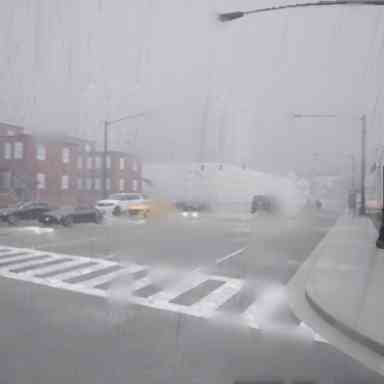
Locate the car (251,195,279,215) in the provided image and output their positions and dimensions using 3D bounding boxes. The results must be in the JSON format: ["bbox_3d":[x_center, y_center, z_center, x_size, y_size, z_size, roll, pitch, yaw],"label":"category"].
[{"bbox_3d":[8.303,1.398,37.517,2.150,2.045,5.566,1,0,26],"label":"car"}]

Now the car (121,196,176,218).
[{"bbox_3d":[-3.741,1.424,29.410,1.882,1.535,5.008,1,0,26],"label":"car"}]

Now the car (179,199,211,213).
[{"bbox_3d":[0.658,1.597,38.258,1.994,1.385,4.181,1,0,26],"label":"car"}]

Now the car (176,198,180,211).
[{"bbox_3d":[-2.131,1.507,40.495,1.812,1.442,4.674,1,0,27],"label":"car"}]

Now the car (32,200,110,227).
[{"bbox_3d":[-7.680,1.433,21.460,1.994,1.385,4.181,1,0,26],"label":"car"}]

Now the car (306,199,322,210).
[{"bbox_3d":[18.064,1.858,49.351,2.128,1.511,4.902,1,0,26],"label":"car"}]

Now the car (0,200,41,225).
[{"bbox_3d":[-11.148,1.295,22.346,2.128,1.511,4.902,1,0,26],"label":"car"}]

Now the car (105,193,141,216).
[{"bbox_3d":[-6.706,1.112,31.296,2.150,2.045,5.566,1,0,27],"label":"car"}]
